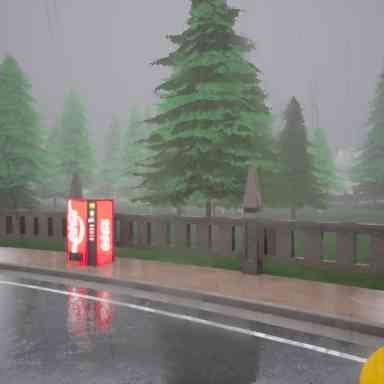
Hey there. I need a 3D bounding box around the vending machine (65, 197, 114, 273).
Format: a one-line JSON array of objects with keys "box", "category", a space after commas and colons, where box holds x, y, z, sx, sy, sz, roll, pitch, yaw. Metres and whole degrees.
[{"box": [-3.012, 1.195, 9.875, 0.880, 2.100, 1.100, 0, 0, 25], "category": "vending machine"}]

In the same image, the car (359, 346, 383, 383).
[{"box": [3.375, 1.478, 1.239, 5.008, 1.535, 1.882, 0, 0, 38], "category": "car"}]
